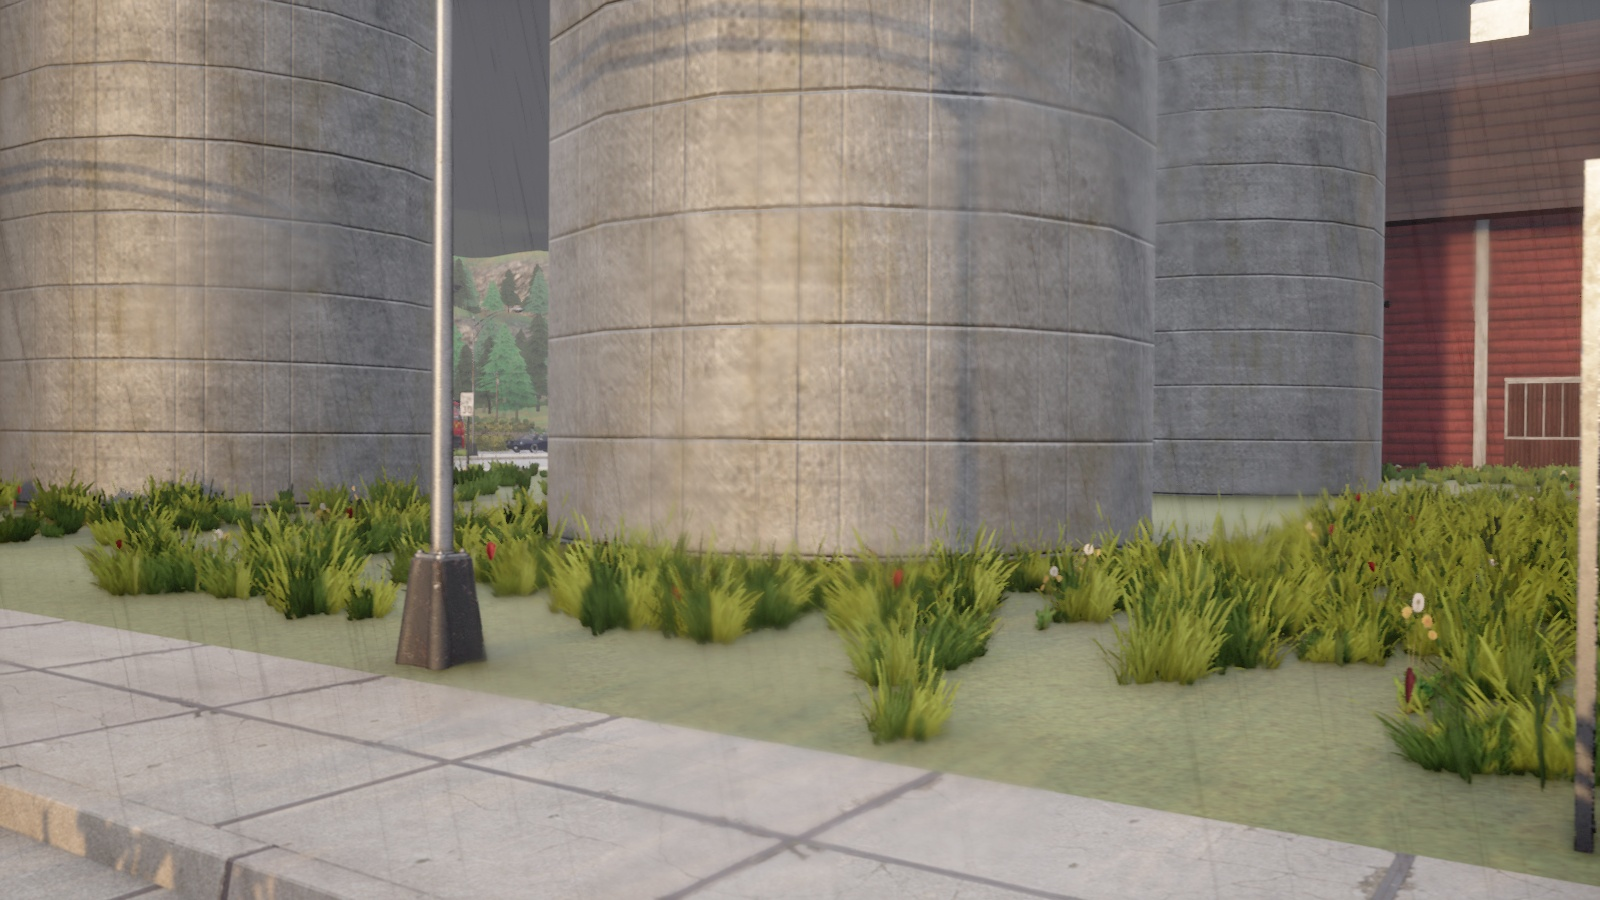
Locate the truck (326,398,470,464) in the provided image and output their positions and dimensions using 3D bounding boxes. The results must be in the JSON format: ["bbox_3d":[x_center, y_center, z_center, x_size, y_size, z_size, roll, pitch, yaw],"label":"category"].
[{"bbox_3d":[-24.502,-1.179,77.006,2.891,3.827,8.468,0,1,33],"label":"truck"}]

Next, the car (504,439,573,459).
[{"bbox_3d":[-18.057,-0.108,86.922,1.895,1.301,4.718,0,1,33],"label":"car"}]
